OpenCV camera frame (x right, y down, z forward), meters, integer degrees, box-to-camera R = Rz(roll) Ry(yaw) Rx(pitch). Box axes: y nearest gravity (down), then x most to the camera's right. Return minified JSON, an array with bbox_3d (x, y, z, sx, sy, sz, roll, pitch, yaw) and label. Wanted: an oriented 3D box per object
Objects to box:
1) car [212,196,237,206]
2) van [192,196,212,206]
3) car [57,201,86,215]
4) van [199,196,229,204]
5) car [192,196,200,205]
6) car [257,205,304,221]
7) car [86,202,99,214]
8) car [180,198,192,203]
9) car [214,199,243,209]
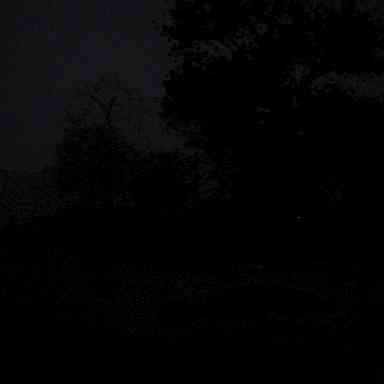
[{"bbox_3d":[7.109,1.992,73.705,2.435,2.045,5.566,1,-1,-36],"label":"car"},{"bbox_3d":[2.133,1.910,70.019,1.878,1.987,4.442,1,-1,-36],"label":"van"},{"bbox_3d":[-15.615,1.956,42.313,2.185,1.767,4.553,0,0,-35],"label":"car"},{"bbox_3d":[3.783,1.832,56.391,1.878,1.987,4.442,1,0,-36],"label":"van"},{"bbox_3d":[-0.386,1.967,68.317,2.185,1.767,4.553,1,0,-36],"label":"car"},{"bbox_3d":[7.780,2.020,29.023,1.882,1.535,5.008,3,-3,-35],"label":"car"},{"bbox_3d":[-13.064,2.101,44.198,2.002,1.452,4.674,-1,0,-36],"label":"car"},{"bbox_3d":[-2.883,2.060,66.791,1.946,1.575,5.366,1,0,-36],"label":"car"},{"bbox_3d":[6.227,2.083,57.773,1.946,1.575,5.366,1,0,-36],"label":"car"}]
